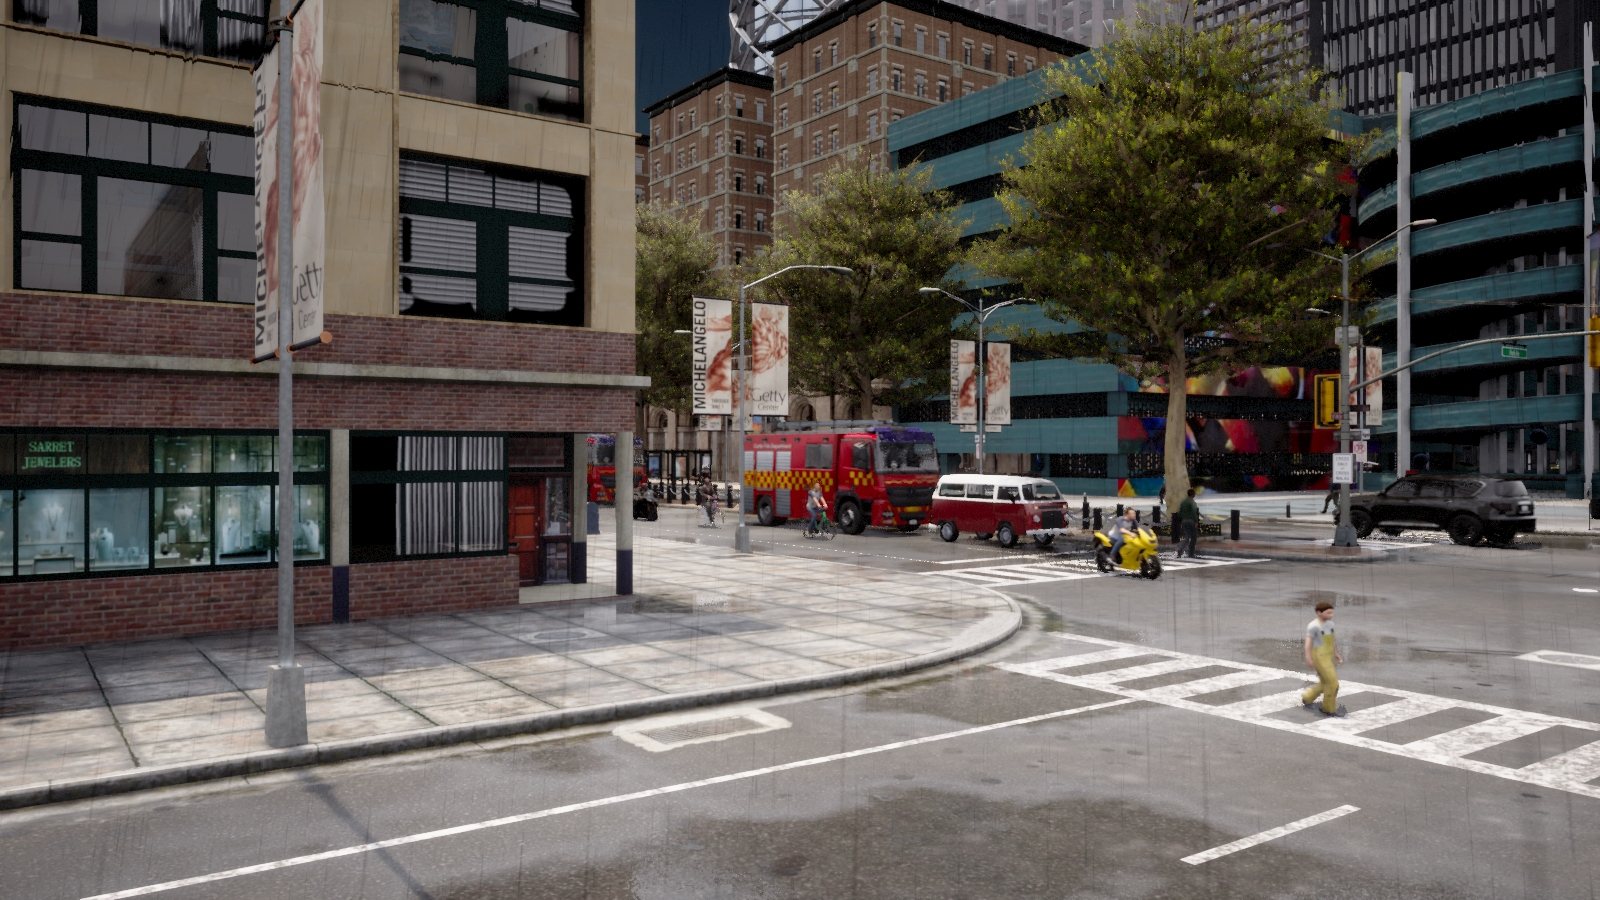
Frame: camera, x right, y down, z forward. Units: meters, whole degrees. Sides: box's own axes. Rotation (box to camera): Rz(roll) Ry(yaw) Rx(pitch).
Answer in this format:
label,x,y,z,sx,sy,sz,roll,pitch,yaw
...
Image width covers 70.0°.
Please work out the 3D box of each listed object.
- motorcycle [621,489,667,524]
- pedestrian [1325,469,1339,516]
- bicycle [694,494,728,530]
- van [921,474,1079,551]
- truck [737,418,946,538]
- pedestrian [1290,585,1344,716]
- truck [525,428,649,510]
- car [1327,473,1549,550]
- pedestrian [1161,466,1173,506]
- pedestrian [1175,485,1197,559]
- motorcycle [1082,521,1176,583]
label,x,y,z,sx,sy,sz,roll,pitch,yaw
motorcycle,-6.160,2.197,44.945,0.867,1.251,2.209,0,0,-35
pedestrian,21.222,1.679,45.588,0.375,1.860,0.375,0,0,-30
bicycle,-3.193,2.202,40.730,0.329,1.171,1.835,0,0,-35
van,5.858,1.773,33.990,2.069,2.038,4.480,0,0,-35
truck,1.231,0.879,40.531,2.891,3.827,8.468,0,0,-35
pedestrian,5.512,2.124,12.175,0.375,1.300,0.375,0,0,-31
truck,-10.896,0.880,57.716,2.891,3.827,8.468,0,0,-35
car,19.280,1.765,34.828,2.150,2.045,5.566,0,0,-33
pedestrian,17.097,1.681,53.280,0.375,1.860,0.375,0,0,-29
pedestrian,9.873,1.839,29.205,0.375,1.860,0.375,0,0,-30
motorcycle,7.194,2.205,25.091,0.803,1.145,2.033,-1,1,-27
